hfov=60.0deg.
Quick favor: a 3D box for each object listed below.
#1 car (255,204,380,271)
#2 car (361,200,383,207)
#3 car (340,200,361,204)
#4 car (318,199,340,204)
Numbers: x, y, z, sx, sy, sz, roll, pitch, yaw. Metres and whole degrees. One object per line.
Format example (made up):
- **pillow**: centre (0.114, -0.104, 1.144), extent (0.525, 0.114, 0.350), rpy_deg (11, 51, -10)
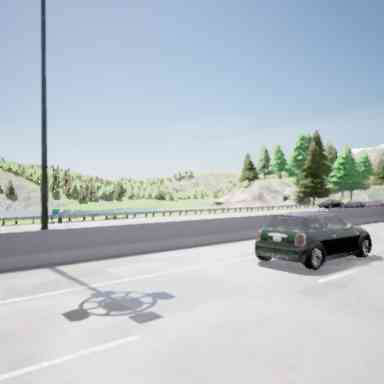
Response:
- **car**: centre (4.327, 1.457, 11.585), extent (4.553, 1.767, 2.097), rpy_deg (0, -1, -37)
- **car**: centre (25.846, 1.797, 46.131), extent (4.674, 1.442, 1.812), rpy_deg (0, -1, -37)
- **car**: centre (24.382, 1.900, 49.413), extent (4.181, 1.385, 1.994), rpy_deg (0, -1, -37)
- **car**: centre (21.487, 1.884, 51.601), extent (5.008, 1.535, 1.882), rpy_deg (0, -1, -37)
